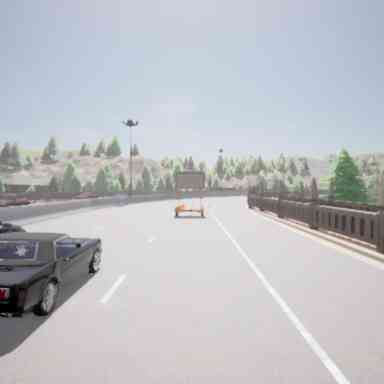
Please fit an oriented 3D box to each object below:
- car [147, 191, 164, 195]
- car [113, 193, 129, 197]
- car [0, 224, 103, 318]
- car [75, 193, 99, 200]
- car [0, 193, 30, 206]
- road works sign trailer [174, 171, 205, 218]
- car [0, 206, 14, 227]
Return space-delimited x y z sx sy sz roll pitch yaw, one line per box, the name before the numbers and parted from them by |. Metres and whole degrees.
car | -7.669 0.503 70.529 2.097 1.767 4.553 0 1 25
car | -10.960 0.916 50.791 1.812 1.442 4.674 0 1 14
car | -3.400 1.513 7.192 1.895 1.301 4.718 0 1 0
car | -17.213 0.843 54.511 1.882 1.535 5.008 0 1 15
car | -17.305 0.977 31.246 2.097 1.767 4.553 0 1 3
road works sign trailer | -0.147 0.143 26.611 2.380 3.560 2.880 0 1 3
car | -6.901 1.383 10.055 1.837 1.490 4.892 0 1 0
